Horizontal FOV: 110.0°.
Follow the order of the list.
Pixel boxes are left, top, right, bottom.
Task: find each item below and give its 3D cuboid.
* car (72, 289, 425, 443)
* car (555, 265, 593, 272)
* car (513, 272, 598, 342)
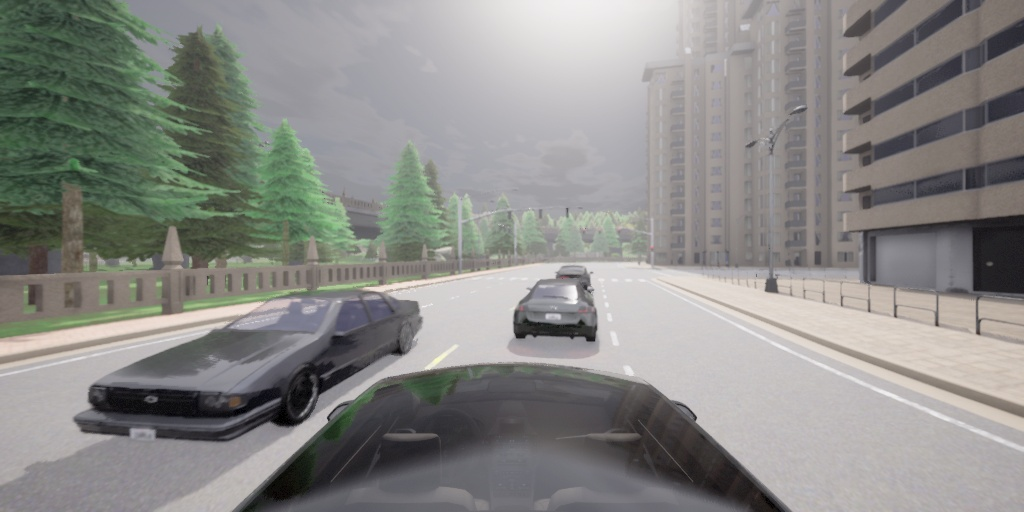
[{"bbox_3d":[-3.182,1.300,6.037,2.033,1.411,5.357,0,0,7],"label":"car"},{"bbox_3d":[3.362,1.232,19.617,1.837,1.490,4.892,0,0,12],"label":"car"},{"bbox_3d":[1.290,1.304,9.852,1.994,1.385,4.181,0,0,11],"label":"car"}]
